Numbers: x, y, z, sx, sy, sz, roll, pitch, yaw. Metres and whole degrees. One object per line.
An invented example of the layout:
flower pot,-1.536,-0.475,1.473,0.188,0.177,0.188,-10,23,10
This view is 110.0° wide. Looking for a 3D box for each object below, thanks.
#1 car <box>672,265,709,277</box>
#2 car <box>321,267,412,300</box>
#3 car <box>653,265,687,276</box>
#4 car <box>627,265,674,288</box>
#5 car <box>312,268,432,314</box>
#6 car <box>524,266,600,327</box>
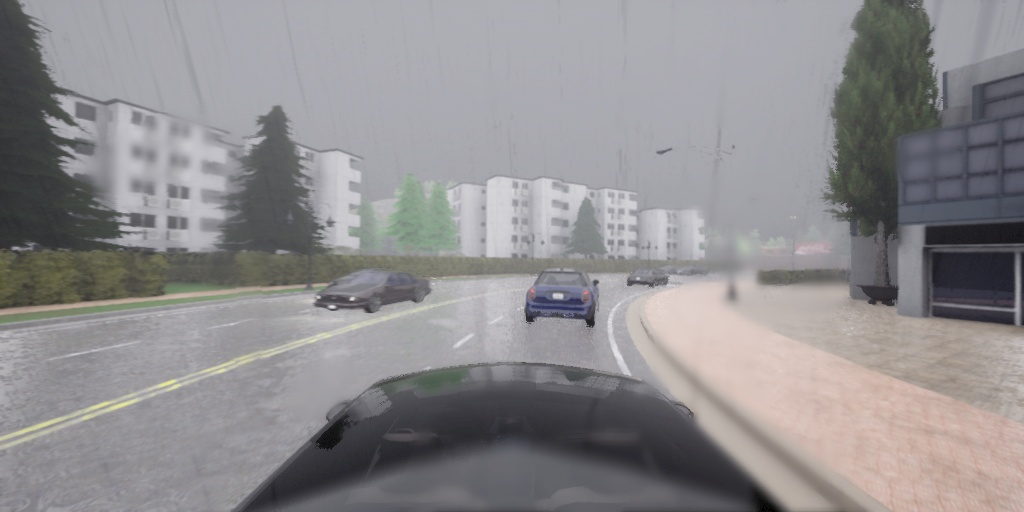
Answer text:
car,22.403,1.834,44.646,4.902,1.511,2.128,1,0,-28
car,-7.268,1.322,18.438,1.994,1.385,4.181,1,0,21
car,21.170,1.911,47.956,4.181,1.385,1.994,1,0,-28
car,10.437,1.627,27.398,1.994,1.385,4.181,0,-1,41
car,-5.156,1.308,14.294,2.033,1.411,5.357,1,0,16
car,1.886,1.198,12.382,2.097,1.767,4.553,1,0,15
